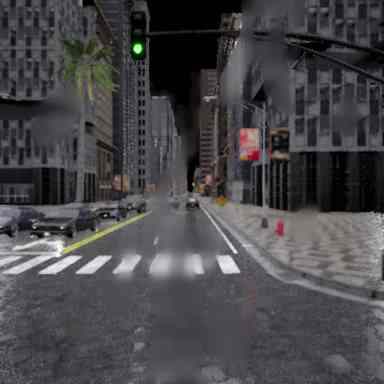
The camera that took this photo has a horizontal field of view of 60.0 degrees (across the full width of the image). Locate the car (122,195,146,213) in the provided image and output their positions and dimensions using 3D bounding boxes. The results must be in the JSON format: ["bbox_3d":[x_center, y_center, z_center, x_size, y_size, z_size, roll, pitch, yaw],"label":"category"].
[{"bbox_3d":[-6.584,1.322,38.035,2.150,2.045,5.566,0,0,0],"label":"car"}]

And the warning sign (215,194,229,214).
[{"bbox_3d":[2.864,1.170,31.905,1.300,1.860,1.060,1,0,0],"label":"warning sign"}]

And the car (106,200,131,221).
[{"bbox_3d":[-6.590,1.611,27.341,1.994,1.385,4.181,0,0,0],"label":"car"}]

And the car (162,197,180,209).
[{"bbox_3d":[-3.146,1.520,48.043,2.097,1.767,4.553,0,0,0],"label":"car"}]

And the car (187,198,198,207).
[{"bbox_3d":[0.079,1.780,58.471,1.812,1.442,4.674,0,-1,0],"label":"car"}]

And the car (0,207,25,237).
[{"bbox_3d":[-9.848,1.571,18.494,2.033,1.411,5.357,0,0,0],"label":"car"}]

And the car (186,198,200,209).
[{"bbox_3d":[0.106,1.643,48.131,1.882,1.535,5.008,0,0,0],"label":"car"}]

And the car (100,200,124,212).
[{"bbox_3d":[-9.828,1.725,41.155,1.895,1.301,4.718,0,0,0],"label":"car"}]

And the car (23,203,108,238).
[{"bbox_3d":[-6.573,1.567,18.098,2.033,1.411,5.357,0,0,4],"label":"car"}]

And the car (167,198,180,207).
[{"bbox_3d":[-3.182,1.820,58.246,1.994,1.385,4.181,0,-1,0],"label":"car"}]
